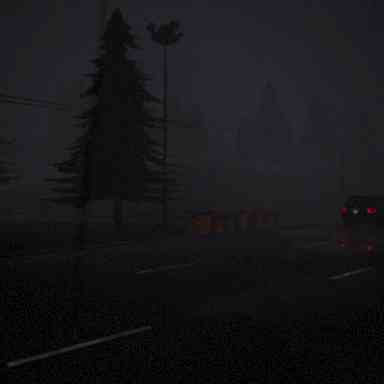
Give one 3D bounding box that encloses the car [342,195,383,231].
[{"bbox_3d":[11.529,1.197,20.571,5.566,2.045,2.150,0,0,-36],"label":"car"}]
